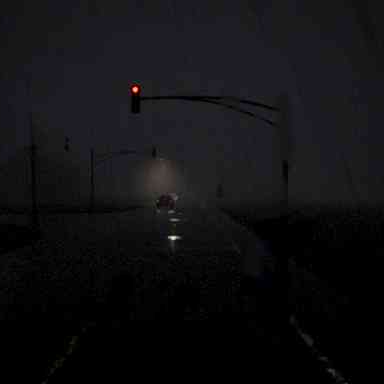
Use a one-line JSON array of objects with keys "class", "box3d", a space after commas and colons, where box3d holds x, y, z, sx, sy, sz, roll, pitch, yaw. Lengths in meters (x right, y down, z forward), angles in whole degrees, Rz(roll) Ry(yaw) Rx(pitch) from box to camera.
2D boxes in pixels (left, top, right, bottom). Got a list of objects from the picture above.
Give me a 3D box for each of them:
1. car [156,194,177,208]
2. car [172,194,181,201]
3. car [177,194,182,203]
[{"class": "car", "box3d": [-3.548, 1.177, 44.423, 2.097, 1.767, 4.553, 0, 0, 0]}, {"class": "car", "box3d": [-3.427, 1.175, 76.150, 1.812, 1.442, 4.674, 0, 0, 0]}, {"class": "car", "box3d": [-3.499, 1.098, 60.899, 2.097, 1.767, 4.553, 0, 0, 1]}]
